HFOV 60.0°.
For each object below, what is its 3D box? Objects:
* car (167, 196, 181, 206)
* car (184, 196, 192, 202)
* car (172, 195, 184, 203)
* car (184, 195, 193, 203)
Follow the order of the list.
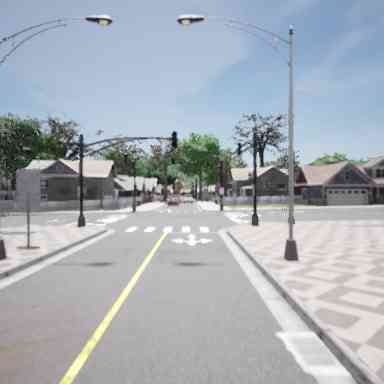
[{"bbox_3d":[-3.416,1.910,60.395,1.895,1.301,4.718,0,0,0],"label":"car"},{"bbox_3d":[-1.085,1.877,89.153,1.994,1.385,4.181,0,0,-1],"label":"car"},{"bbox_3d":[-3.628,1.631,75.869,2.150,2.045,5.566,0,0,-1],"label":"car"},{"bbox_3d":[-0.922,1.640,78.765,2.150,2.045,5.566,0,0,-1],"label":"car"}]
